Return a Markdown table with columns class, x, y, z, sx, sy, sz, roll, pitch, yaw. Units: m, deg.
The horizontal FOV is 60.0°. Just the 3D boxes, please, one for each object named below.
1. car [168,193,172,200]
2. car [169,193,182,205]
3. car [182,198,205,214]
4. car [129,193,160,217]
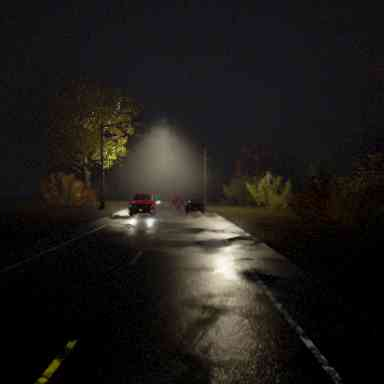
| class | x | y | z | sx | sy | sz | roll | pitch | yaw |
| --- | --- | --- | --- | --- | --- | --- | --- | --- | --- |
| car | -4.056 | 1.039 | 70.739 | 1.837 | 1.490 | 4.892 | 0 | 0 | -7 |
| car | -2.265 | 1.318 | 52.751 | 1.812 | 1.442 | 4.674 | 0 | 0 | -5 |
| car | 0.241 | 1.411 | 34.159 | 1.812 | 1.442 | 4.674 | 0 | 0 | -3 |
| car | -4.411 | 1.126 | 30.421 | 2.150 | 2.045 | 5.566 | 0 | 0 | -3 |
